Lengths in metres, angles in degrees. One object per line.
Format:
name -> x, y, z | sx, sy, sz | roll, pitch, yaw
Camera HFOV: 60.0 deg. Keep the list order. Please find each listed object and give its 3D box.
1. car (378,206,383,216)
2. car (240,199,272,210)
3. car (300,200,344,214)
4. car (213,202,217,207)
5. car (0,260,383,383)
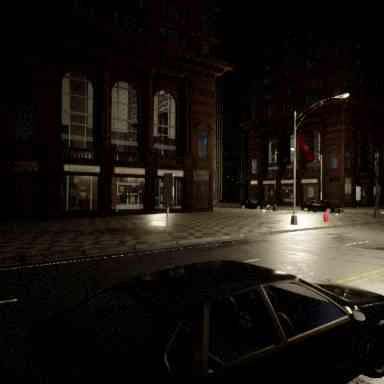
car -> 21.379, 1.648, 33.534 | 1.882, 1.535, 5.008 | 1, -1, -36
car -> 8.713, 1.727, 45.801 | 1.837, 1.490, 4.892 | 1, -1, -35
car -> 14.590, 1.681, 37.523 | 1.837, 1.490, 4.892 | 1, -1, -35
car -> 2.120, 1.800, 55.099 | 1.812, 1.442, 4.674 | 1, -1, -35
car -> 0.434, 1.548, 3.754 | 5.357, 1.411, 2.033 | 0, 0, -36
